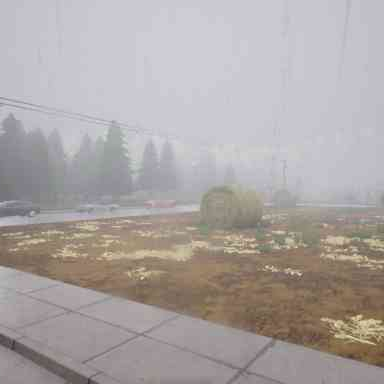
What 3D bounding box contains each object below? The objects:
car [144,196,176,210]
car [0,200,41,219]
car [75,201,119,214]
[{"bbox_3d":[-4.281,1.379,44.753,2.097,1.767,4.553,0,0,37],"label":"car"},{"bbox_3d":[-15.847,1.531,29.164,1.837,1.490,4.892,0,0,37],"label":"car"},{"bbox_3d":[-10.370,1.628,36.557,1.895,1.301,4.718,0,0,37],"label":"car"}]
